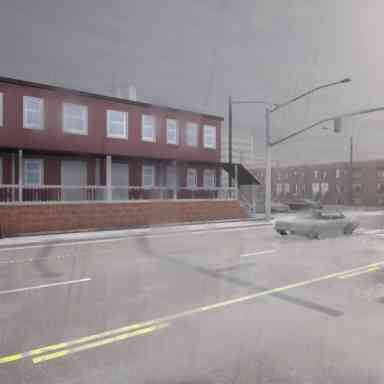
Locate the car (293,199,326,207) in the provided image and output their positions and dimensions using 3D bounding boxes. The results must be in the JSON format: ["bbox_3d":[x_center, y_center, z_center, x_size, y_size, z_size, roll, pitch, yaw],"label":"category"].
[{"bbox_3d":[12.045,1.485,35.663,1.837,1.490,4.892,0,0,-37],"label":"car"}]

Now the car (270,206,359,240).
[{"bbox_3d":[6.390,1.594,16.945,4.718,1.301,1.895,0,0,-34],"label":"car"}]

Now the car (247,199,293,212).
[{"bbox_3d":[7.931,1.571,35.262,1.895,1.301,4.718,0,0,-35],"label":"car"}]
